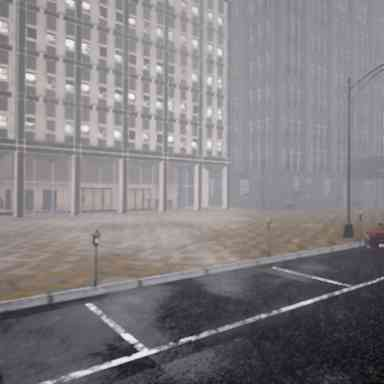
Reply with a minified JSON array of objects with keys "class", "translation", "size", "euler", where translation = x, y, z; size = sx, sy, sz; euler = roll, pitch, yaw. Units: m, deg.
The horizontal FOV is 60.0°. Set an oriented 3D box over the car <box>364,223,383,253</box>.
[{"class":"car","translation":[8.169,1.542,12.376],"size":[4.507,1.381,1.887],"euler":[0,1,-35]}]
